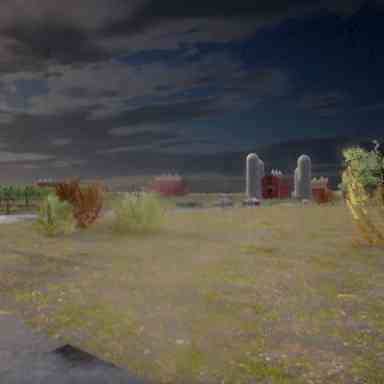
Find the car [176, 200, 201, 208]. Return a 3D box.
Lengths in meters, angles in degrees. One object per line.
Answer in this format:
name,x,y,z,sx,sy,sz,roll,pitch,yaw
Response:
car,-0.532,1.922,52.883,1.895,1.301,4.718,-1,-1,36

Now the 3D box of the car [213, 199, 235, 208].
car,5.409,1.831,54.916,2.128,1.511,4.902,-1,-1,36

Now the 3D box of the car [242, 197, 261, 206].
car,11.417,1.806,63.318,2.097,1.767,4.553,-1,-1,36
